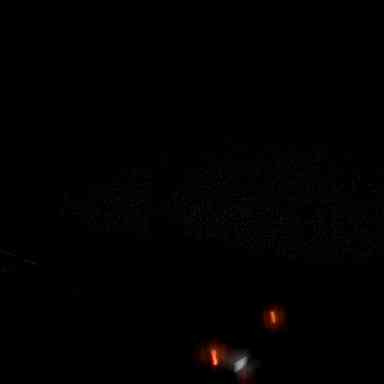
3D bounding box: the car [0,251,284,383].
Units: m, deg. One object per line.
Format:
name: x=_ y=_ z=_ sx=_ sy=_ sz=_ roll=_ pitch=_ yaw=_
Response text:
car: x=-1.185 y=1.605 z=5.088 sx=4.718 sy=1.301 sz=1.895 roll=0 pitch=0 yaw=38
